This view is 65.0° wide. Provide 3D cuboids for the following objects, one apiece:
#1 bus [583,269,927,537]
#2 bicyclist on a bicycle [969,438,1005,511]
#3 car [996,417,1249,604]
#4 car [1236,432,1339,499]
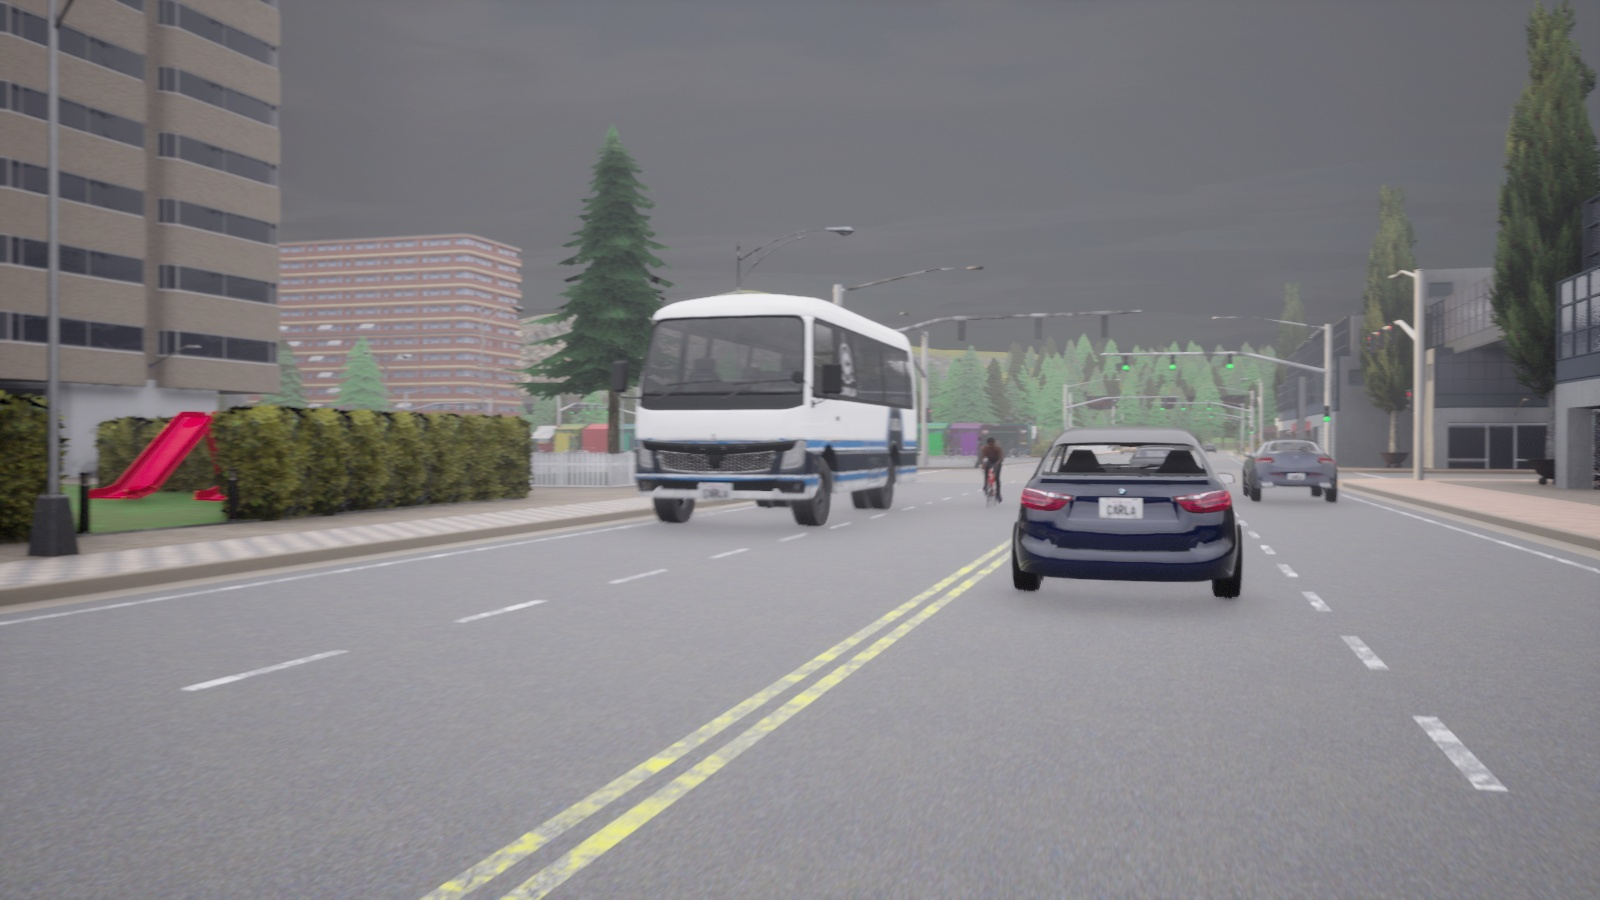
[{"bbox_3d":[-0.315,-0.781,25.466,3.944,4.253,10.273,0,0,16],"label":"bus"},{"bbox_3d":[4.309,0.545,28.877,0.582,1.620,1.656,0,1,16],"label":"bicyclist on a bicycle"},{"bbox_3d":[3.575,0.523,13.749,2.242,1.667,4.611,0,0,16],"label":"car"},{"bbox_3d":[13.069,0.373,33.965,2.152,1.651,5.027,0,0,16],"label":"car"}]
